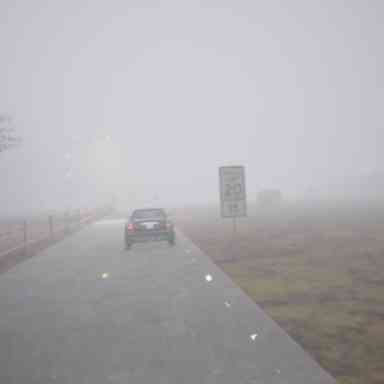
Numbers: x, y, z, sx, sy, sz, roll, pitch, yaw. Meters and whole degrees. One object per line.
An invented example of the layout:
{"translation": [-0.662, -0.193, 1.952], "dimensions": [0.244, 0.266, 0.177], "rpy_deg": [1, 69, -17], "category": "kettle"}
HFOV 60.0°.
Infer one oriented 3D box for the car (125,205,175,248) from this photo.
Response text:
{"translation": [-2.050, 1.463, 15.805], "dimensions": [2.097, 1.767, 4.553], "rpy_deg": [-3, 0, -8], "category": "car"}
